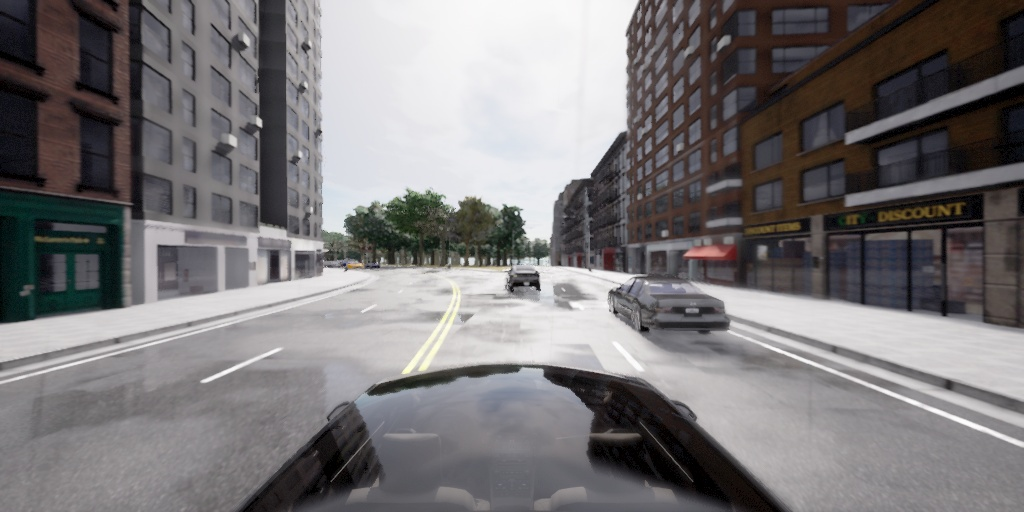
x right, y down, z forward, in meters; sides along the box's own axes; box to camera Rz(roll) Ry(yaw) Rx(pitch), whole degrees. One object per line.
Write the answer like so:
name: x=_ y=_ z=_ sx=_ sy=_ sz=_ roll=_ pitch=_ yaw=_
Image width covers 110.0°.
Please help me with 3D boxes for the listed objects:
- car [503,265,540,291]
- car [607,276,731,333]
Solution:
car: x=0.598 y=1.325 z=22.650 sx=1.837 sy=1.490 sz=4.892 roll=1 pitch=-1 yaw=-5
car: x=4.226 y=1.292 z=10.618 sx=2.033 sy=1.411 sz=5.357 roll=0 pitch=0 yaw=3
